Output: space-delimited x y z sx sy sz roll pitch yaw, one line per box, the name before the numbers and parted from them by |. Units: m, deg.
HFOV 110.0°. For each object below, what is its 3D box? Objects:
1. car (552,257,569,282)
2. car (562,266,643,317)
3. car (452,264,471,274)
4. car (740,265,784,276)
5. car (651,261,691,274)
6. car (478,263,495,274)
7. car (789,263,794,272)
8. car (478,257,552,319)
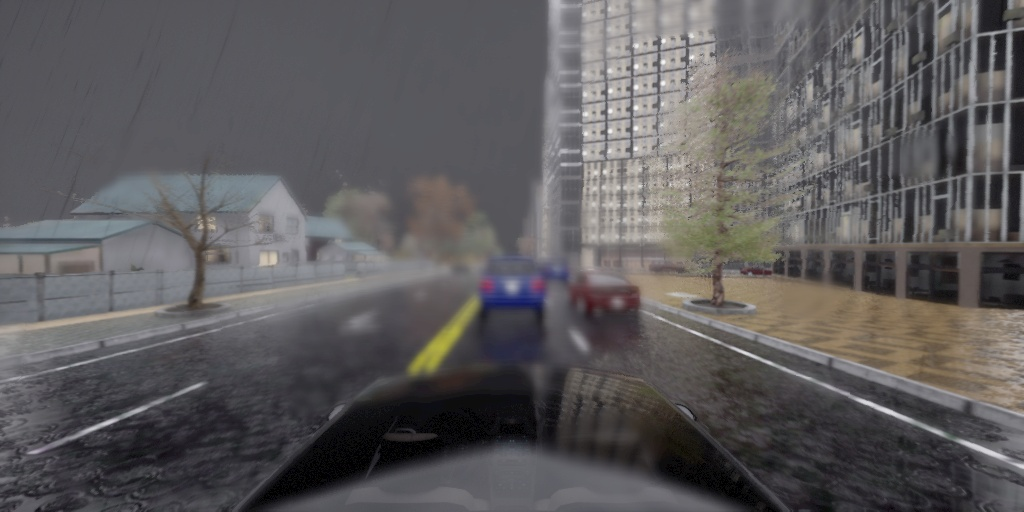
car | 3.285 1.133 28.255 2.150 2.045 5.566 0 0 0
car | 3.289 1.296 13.539 1.882 1.535 5.008 0 0 1
car | -6.535 1.637 46.737 1.895 1.301 4.718 0 0 1
car | 33.660 2.016 48.778 4.507 1.381 1.888 0 0 20
car | 23.014 1.722 52.677 5.009 1.841 2.192 0 0 20
car | -3.285 1.637 46.739 1.895 1.301 4.718 0 0 1
car | 38.983 1.818 46.829 5.009 1.841 2.192 0 0 20
car | 0.035 1.040 13.297 2.150 2.045 5.566 0 0 0
